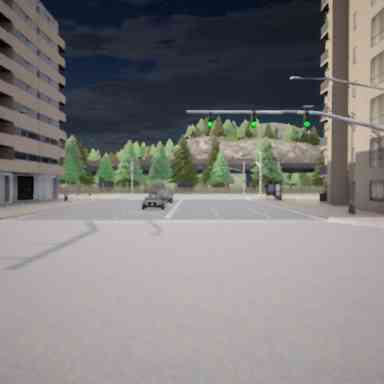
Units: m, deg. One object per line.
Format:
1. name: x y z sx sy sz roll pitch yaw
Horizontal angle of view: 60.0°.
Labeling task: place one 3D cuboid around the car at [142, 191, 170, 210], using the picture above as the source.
1. car: -3.474 0.882 31.077 1.994 1.385 4.181 0 1 0

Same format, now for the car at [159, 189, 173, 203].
1. car: -3.424 0.447 41.335 2.097 1.767 4.553 0 1 -1
